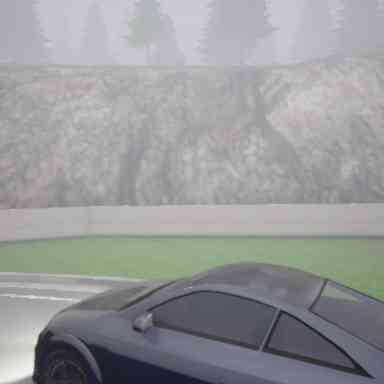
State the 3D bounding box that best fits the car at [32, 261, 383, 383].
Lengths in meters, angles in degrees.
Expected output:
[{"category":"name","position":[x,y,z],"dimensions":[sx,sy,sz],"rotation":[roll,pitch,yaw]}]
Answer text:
[{"category":"car","position":[0.361,1.465,3.387],"dimensions":[4.181,1.385,1.994],"rotation":[0,1,29]}]
